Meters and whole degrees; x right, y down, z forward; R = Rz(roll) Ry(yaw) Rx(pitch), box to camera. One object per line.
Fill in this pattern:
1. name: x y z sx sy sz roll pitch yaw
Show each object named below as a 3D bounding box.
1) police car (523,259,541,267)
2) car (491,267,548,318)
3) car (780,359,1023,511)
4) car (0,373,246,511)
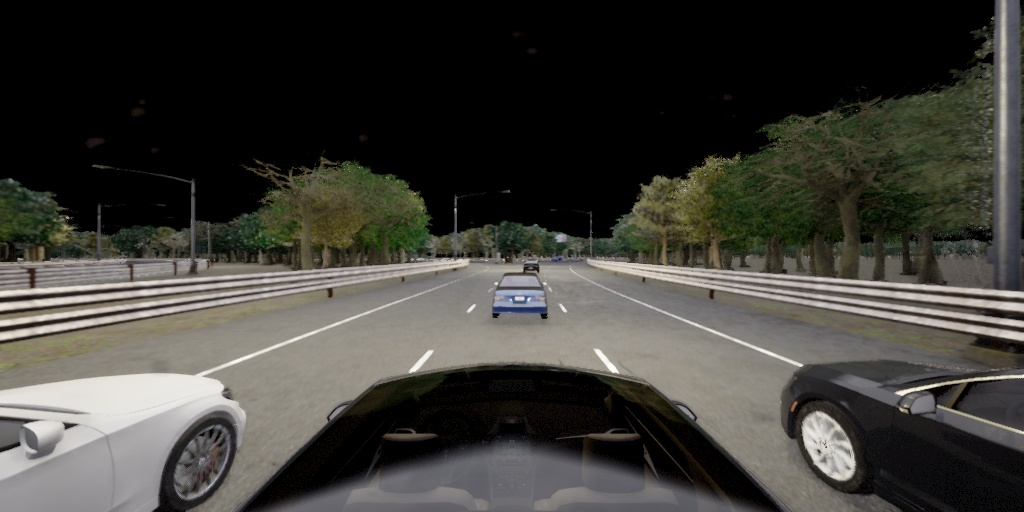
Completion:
1. police car: 2.458 1.181 44.048 1.930 1.638 5.238 0 0 6
2. car: 0.301 1.300 13.064 2.033 1.411 5.357 0 0 2
3. car: 3.633 1.259 1.639 1.837 1.490 4.892 0 0 0
4. car: -3.369 1.272 1.342 1.812 1.442 4.674 0 0 0
